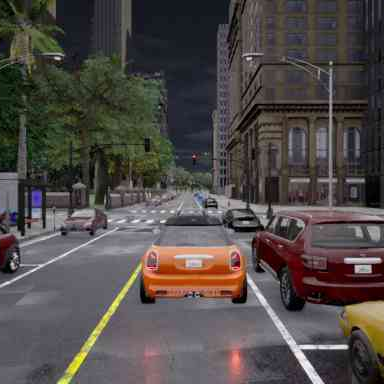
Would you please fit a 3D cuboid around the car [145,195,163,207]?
[{"bbox_3d":[-6.024,1.525,50.387,2.008,1.369,4.403,0,0,0],"label":"car"}]

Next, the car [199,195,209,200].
[{"bbox_3d":[2.501,1.540,50.412,1.947,1.339,4.313,0,0,0],"label":"car"}]

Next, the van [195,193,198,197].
[{"bbox_3d":[2.330,1.276,82.934,1.690,1.788,3.998,0,0,0],"label":"van"}]

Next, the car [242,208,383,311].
[{"bbox_3d":[2.724,1.314,7.705,2.192,1.841,5.009,0,0,0],"label":"car"}]

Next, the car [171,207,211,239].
[{"bbox_3d":[-0.030,1.596,18.145,1.895,1.301,4.718,0,0,0],"label":"car"}]

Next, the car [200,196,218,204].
[{"bbox_3d":[2.530,1.544,44.992,1.947,1.339,4.313,0,0,0],"label":"car"}]

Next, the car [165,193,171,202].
[{"bbox_3d":[-6.138,1.391,72.068,1.967,1.590,4.097,0,0,0],"label":"car"}]

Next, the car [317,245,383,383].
[{"bbox_3d":[2.753,1.525,2.450,1.752,1.417,4.829,0,0,0],"label":"car"}]

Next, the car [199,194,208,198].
[{"bbox_3d":[2.472,1.495,56.002,1.752,1.417,4.829,0,0,0],"label":"car"}]

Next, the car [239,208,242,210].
[{"bbox_3d":[2.668,1.561,18.555,1.947,1.339,4.313,0,0,0],"label":"car"}]

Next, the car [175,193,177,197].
[{"bbox_3d":[-6.252,1.232,93.749,2.192,1.841,5.009,0,0,0],"label":"car"}]

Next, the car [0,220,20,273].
[{"bbox_3d":[-5.801,1.438,7.676,1.967,1.590,4.097,0,0,0],"label":"car"}]

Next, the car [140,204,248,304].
[{"bbox_3d":[0.033,1.351,8.326,2.097,1.767,4.553,0,0,0],"label":"car"}]

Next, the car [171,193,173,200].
[{"bbox_3d":[-6.167,1.258,77.488,2.192,1.841,5.009,0,0,0],"label":"car"}]

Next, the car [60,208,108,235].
[{"bbox_3d":[-5.857,1.577,18.528,1.802,1.307,4.206,0,0,0],"label":"car"}]

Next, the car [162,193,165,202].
[{"bbox_3d":[-6.053,1.409,55.807,1.967,1.590,4.097,0,0,0],"label":"car"}]
